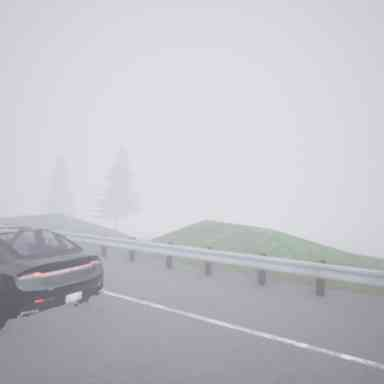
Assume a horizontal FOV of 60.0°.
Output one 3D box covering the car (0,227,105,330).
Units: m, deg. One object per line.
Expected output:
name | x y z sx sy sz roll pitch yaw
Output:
car | -3.872 1.466 6.755 4.902 1.511 2.128 0 0 35
